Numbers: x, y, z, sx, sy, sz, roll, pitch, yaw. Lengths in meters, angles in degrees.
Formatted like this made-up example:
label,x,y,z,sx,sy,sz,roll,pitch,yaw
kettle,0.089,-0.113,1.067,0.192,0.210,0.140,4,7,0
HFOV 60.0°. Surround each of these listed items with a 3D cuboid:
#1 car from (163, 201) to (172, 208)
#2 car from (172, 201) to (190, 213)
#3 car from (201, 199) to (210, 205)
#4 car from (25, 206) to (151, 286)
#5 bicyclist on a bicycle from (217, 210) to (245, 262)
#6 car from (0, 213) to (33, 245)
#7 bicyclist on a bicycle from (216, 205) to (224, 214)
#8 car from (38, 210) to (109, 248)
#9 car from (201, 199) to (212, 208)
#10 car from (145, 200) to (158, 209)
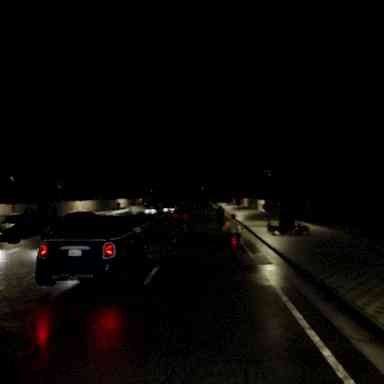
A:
label,x,y,z,sx,sy,sz,roll,pitch,yaw
car,-4.040,2.238,59.788,1.994,1.385,4.181,-1,-1,3
car,-1.262,2.005,44.335,1.812,1.442,4.674,-1,-1,2
car,3.270,2.369,78.038,2.033,1.411,5.357,-1,-1,2
car,-2.668,1.482,9.952,2.097,1.767,4.553,-1,-1,2
bicyclist on a bicycle,1.452,1.549,11.684,0.866,1.612,1.509,-1,-1,2
car,-9.072,1.812,17.325,2.033,1.411,5.357,-1,-1,2
bicyclist on a bicycle,1.842,1.662,21.249,0.582,1.620,1.656,-1,-1,2
car,-5.831,1.758,17.032,1.812,1.442,4.674,-1,-1,2
car,2.760,2.217,63.212,1.994,1.385,4.181,-1,-1,2
car,-7.284,2.196,59.951,2.128,1.511,4.902,-1,-1,3
